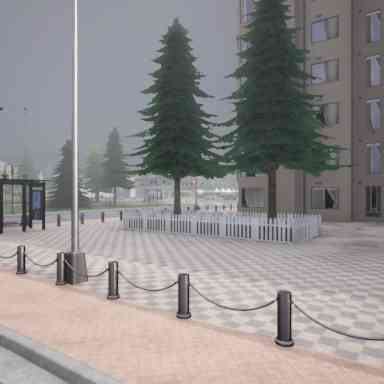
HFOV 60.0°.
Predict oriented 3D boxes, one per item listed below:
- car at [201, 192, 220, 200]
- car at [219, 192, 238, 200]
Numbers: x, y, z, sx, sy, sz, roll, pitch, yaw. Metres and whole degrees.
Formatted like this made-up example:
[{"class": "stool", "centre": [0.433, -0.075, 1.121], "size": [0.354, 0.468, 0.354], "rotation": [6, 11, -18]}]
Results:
[{"class": "car", "centre": [5.192, 1.410, 91.412], "size": [3.806, 1.475, 1.970], "rotation": [0, 0, 35]}, {"class": "car", "centre": [9.554, 1.396, 84.710], "size": [3.633, 1.501, 1.845], "rotation": [0, 0, 35]}]
